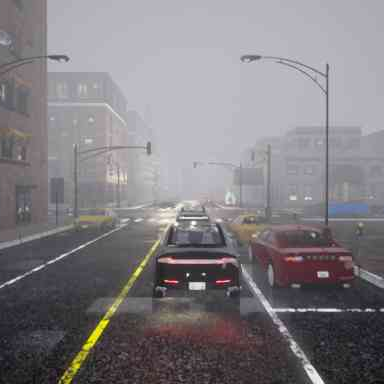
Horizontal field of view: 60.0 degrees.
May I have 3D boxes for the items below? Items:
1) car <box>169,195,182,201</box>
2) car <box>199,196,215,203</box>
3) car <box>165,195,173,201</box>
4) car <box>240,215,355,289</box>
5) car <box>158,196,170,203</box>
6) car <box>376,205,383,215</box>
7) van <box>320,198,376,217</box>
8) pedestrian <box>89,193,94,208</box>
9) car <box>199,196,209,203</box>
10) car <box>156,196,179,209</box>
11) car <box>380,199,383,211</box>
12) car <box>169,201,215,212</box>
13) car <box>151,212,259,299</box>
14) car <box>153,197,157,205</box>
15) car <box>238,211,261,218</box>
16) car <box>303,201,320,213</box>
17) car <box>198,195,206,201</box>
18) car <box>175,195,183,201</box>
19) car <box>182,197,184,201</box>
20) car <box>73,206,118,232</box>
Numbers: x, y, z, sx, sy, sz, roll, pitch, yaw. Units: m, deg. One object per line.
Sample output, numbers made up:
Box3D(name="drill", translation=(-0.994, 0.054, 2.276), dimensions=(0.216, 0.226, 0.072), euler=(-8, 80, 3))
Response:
Box3D(name="car", translation=(-3.210, 1.521, 56.889), dimensions=(2.128, 1.511, 4.902), euler=(0, 0, 0))
Box3D(name="car", translation=(2.566, 1.463, 52.869), dimensions=(1.967, 1.590, 4.097), euler=(0, 0, 0))
Box3D(name="car", translation=(-5.890, 1.599, 86.848), dimensions=(1.752, 1.417, 4.829), euler=(0, 0, 0))
Box3D(name="car", translation=(2.665, 1.544, 9.003), dimensions=(1.887, 1.381, 4.507), euler=(0, 0, 0))
Box3D(name="car", translation=(-5.851, 1.597, 69.928), dimensions=(2.008, 1.369, 4.403), euler=(0, 0, 0))
Box3D(name="car", translation=(17.096, 1.609, 33.740), dimensions=(5.357, 1.411, 2.033), euler=(0, 0, -1))
Box3D(name="van", translation=(14.589, 1.414, 31.190), dimensions=(3.998, 1.788, 1.690), euler=(0, 0, -1))
Box3D(name="pedestrian", translation=(-12.725, 1.081, 42.248), dimensions=(0.375, 1.860, 0.375), euler=(0, 0, -1))
Box3D(name="car", translation=(2.529, 1.597, 69.959), dimensions=(2.008, 1.369, 4.403), euler=(0, 0, 0))
Box3D(name="car", translation=(-3.196, 1.567, 44.296), dimensions=(1.994, 1.385, 4.181), euler=(0, -1, 0))
Box3D(name="car", translation=(25.398, 1.570, 39.675), dimensions=(4.829, 1.417, 1.752), euler=(0, 0, -1))
Box3D(name="car", translation=(0.060, 1.493, 18.828), dimensions=(2.128, 1.511, 4.902), euler=(0, 0, 0))
Box3D(name="car", translation=(0.084, 1.491, 8.459), dimensions=(2.128, 1.511, 4.902), euler=(0, 0, 0))
Box3D(name="car", translation=(-5.826, 1.581, 58.535), dimensions=(2.008, 1.369, 4.403), euler=(0, 0, 0))
Box3D(name="car", translation=(2.652, 1.526, 14.870), dimensions=(1.752, 1.417, 4.829), euler=(0, 0, 0))
Box3D(name="car", translation=(14.582, 1.597, 36.979), dimensions=(4.181, 1.385, 1.994), euler=(0, 0, -1))
Box3D(name="car", translation=(2.491, 1.625, 87.049), dimensions=(2.008, 1.369, 4.403), euler=(-1, 0, 0))
Box3D(name="car", translation=(-3.185, 1.539, 82.758), dimensions=(1.812, 1.442, 4.674), euler=(0, 0, 0))
Box3D(name="car", translation=(-3.154, 1.540, 69.284), dimensions=(2.128, 1.511, 4.902), euler=(0, 0, 0))
Box3D(name="car", translation=(-5.741, 1.528, 20.213), dimensions=(1.752, 1.417, 4.829), euler=(0, 0, 0))
